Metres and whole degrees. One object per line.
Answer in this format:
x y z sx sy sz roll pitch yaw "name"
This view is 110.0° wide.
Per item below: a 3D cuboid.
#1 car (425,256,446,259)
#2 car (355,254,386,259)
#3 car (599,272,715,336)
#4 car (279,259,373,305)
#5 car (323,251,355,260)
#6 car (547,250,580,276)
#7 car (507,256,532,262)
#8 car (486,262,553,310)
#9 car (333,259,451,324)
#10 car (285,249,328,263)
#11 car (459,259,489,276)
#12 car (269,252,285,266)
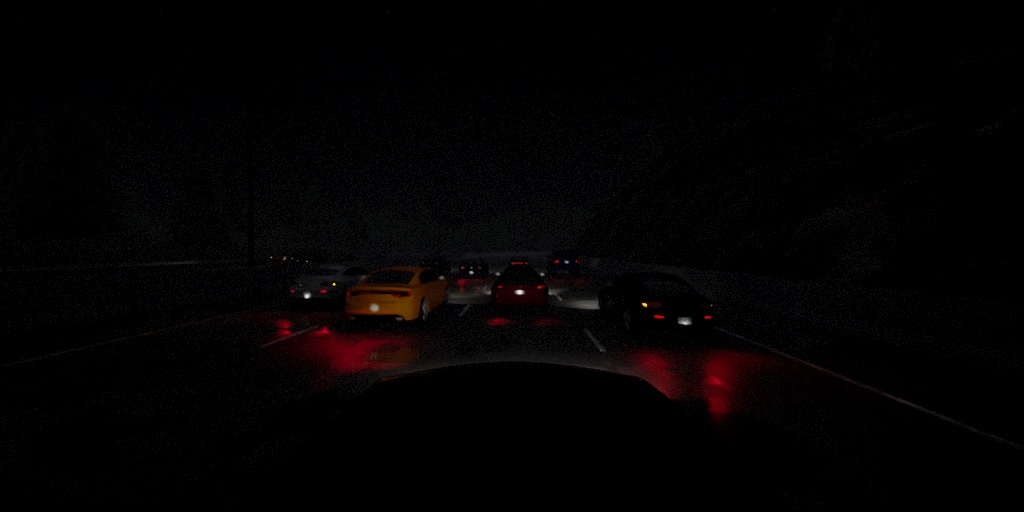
-6.377 0.709 30.192 2.128 1.511 4.902 0 1 1 "car"
-16.792 0.461 43.416 1.812 1.442 4.674 0 1 1 "car"
3.704 1.149 9.859 1.812 1.442 4.674 0 1 2 "car"
-6.695 1.025 14.110 1.812 1.442 4.674 0 1 1 "car"
-20.292 0.422 43.397 1.837 1.490 4.892 0 1 1 "car"
4.105 0.507 29.087 2.150 2.045 5.566 0 1 1 "car"
0.622 0.745 30.052 2.128 1.511 4.902 0 1 1 "car"
0.294 1.106 13.596 1.994 1.385 4.181 0 1 1 "car"
-3.264 1.046 11.148 1.882 1.535 5.008 0 1 1 "car"
-23.807 0.136 42.678 2.150 2.045 5.566 0 1 1 "car"
-2.915 0.865 28.468 1.895 1.301 4.718 0 1 1 "car"
-27.280 0.233 43.666 2.097 1.767 4.553 0 1 1 "car"
